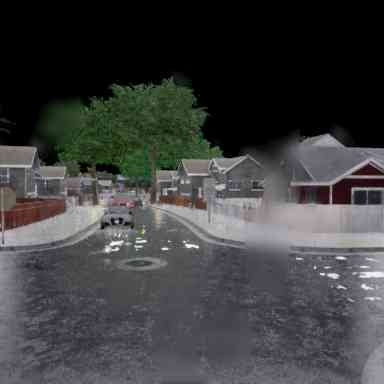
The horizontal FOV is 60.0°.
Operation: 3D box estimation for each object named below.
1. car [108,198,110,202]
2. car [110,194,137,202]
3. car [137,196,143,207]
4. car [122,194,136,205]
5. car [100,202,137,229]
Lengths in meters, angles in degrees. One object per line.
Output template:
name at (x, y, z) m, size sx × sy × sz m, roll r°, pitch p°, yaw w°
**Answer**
car at (-12.614, 1.335, 54.420) m, size 2.097 × 1.767 × 4.553 m, roll 0°, pitch 0°, yaw -16°
car at (-7.330, 1.215, 35.150) m, size 2.150 × 2.045 × 5.566 m, roll 0°, pitch 0°, yaw -14°
car at (-8.915, 1.322, 51.583) m, size 2.097 × 1.767 × 4.553 m, roll 0°, pitch 0°, yaw -16°
car at (-11.634, 1.320, 61.173) m, size 2.097 × 1.767 × 4.553 m, roll 0°, pitch 0°, yaw -14°
car at (-4.749, 1.560, 21.507) m, size 1.994 × 1.385 × 4.181 m, roll 0°, pitch 0°, yaw -10°
